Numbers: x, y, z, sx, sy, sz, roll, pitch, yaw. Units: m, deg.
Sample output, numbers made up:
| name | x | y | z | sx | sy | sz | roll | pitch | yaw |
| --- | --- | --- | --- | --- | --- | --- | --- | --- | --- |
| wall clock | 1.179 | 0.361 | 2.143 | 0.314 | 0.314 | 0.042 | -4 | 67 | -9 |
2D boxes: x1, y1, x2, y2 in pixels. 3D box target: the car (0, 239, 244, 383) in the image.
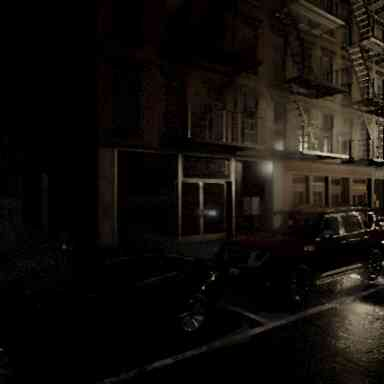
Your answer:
| name | x | y | z | sx | sy | sz | roll | pitch | yaw |
| --- | --- | --- | --- | --- | --- | --- | --- | --- | --- |
| car | -1.497 | 1.565 | 5.131 | 4.313 | 1.339 | 1.947 | 0 | 0 | -36 |

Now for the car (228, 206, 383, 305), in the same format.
| name | x | y | z | sx | sy | sz | roll | pitch | yaw |
| --- | --- | --- | --- | --- | --- | --- | --- | --- | --- |
| car | 2.904 | 1.310 | 8.271 | 5.009 | 1.841 | 2.192 | 0 | 0 | -36 |
